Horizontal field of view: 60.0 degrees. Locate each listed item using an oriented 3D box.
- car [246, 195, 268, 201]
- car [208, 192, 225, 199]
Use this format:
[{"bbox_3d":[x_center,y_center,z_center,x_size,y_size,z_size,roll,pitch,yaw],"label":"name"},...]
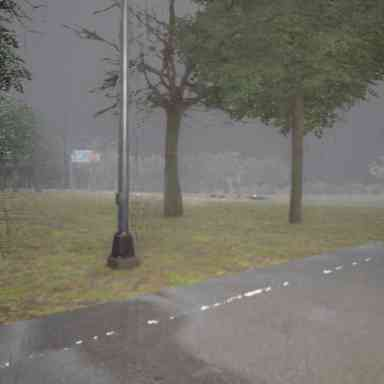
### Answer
[{"bbox_3d":[13.843,1.223,71.310,1.895,1.301,4.718,2,0,-39],"label":"car"},{"bbox_3d":[5.931,0.655,80.944,2.097,1.767,4.553,2,0,-39],"label":"car"}]
